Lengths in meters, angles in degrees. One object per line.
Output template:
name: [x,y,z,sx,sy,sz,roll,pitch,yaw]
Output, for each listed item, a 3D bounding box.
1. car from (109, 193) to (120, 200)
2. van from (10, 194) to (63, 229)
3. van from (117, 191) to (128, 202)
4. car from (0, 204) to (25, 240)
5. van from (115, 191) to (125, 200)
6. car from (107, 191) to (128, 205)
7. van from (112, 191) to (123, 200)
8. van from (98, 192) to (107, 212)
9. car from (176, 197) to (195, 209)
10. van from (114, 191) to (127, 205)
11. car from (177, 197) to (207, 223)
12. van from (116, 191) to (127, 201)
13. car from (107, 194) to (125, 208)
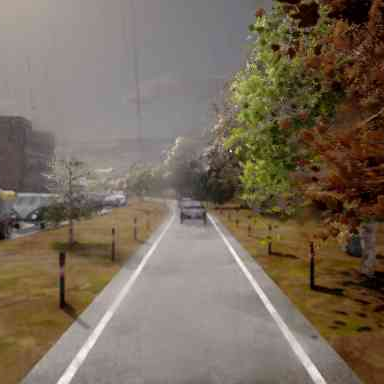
car: [-19.664,1.118,84.335,1.946,1.575,5.366,1,-1,-20]
van: [-9.095,1.097,19.861,1.878,1.987,4.442,0,-1,-3]
van: [-13.169,0.862,63.038,1.878,1.987,4.442,1,-1,-15]
car: [-9.083,1.386,13.350,2.163,1.488,4.792,0,-1,-2]
van: [-16.048,0.856,73.831,1.878,1.987,4.442,1,-1,-16]
car: [-10.405,0.923,46.585,2.435,2.045,5.566,1,-1,-9]
van: [-17.762,0.870,79.157,1.878,1.987,4.442,1,-1,-21]
van: [-9.263,1.045,29.812,1.878,1.987,4.442,0,-1,-2]
car: [-0.881,1.315,42.151,1.994,1.385,4.181,0,0,-5]
van: [-11.119,0.913,52.042,1.878,1.987,4.442,1,-1,-10]
car: [0.062,1.365,24.247,2.128,1.511,4.902,0,0,-1]
van: [-14.519,0.854,68.452,1.878,1.987,4.442,1,-1,-16]
car: [-9.880,1.248,41.050,2.002,1.452,4.674,0,-1,-5]
